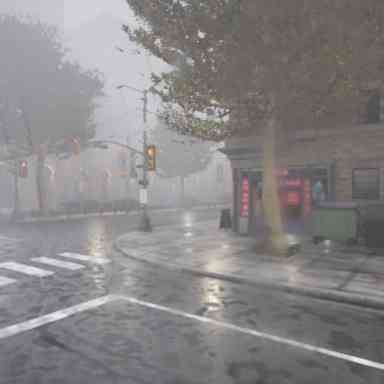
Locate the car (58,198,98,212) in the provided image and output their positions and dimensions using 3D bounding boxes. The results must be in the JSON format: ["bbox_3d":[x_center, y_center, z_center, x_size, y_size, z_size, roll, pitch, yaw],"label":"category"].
[{"bbox_3d":[-13.106,1.499,38.631,2.128,1.511,4.902,0,0,36],"label":"car"}]

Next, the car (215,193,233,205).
[{"bbox_3d":[6.300,1.230,59.437,2.150,2.045,5.566,0,0,36],"label":"car"}]

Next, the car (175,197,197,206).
[{"bbox_3d":[-0.874,1.533,55.545,1.812,1.442,4.674,0,0,36],"label":"car"}]

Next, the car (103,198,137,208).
[{"bbox_3d":[-10.261,1.603,47.954,1.895,1.301,4.718,0,0,36],"label":"car"}]

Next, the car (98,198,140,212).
[{"bbox_3d":[-8.264,1.511,39.359,1.837,1.490,4.892,0,0,36],"label":"car"}]
